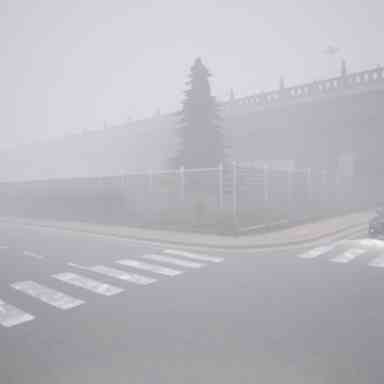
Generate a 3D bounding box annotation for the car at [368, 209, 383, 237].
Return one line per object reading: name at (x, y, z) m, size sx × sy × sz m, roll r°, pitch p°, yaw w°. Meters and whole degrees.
car at (9.596, 1.305, 15.287) m, size 1.994 × 1.385 × 4.181 m, roll 0°, pitch 1°, yaw 42°

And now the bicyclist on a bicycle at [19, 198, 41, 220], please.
bicyclist on a bicycle at (-11.897, 1.255, 24.430) m, size 0.582 × 1.620 × 1.656 m, roll -1°, pitch 1°, yaw 40°
